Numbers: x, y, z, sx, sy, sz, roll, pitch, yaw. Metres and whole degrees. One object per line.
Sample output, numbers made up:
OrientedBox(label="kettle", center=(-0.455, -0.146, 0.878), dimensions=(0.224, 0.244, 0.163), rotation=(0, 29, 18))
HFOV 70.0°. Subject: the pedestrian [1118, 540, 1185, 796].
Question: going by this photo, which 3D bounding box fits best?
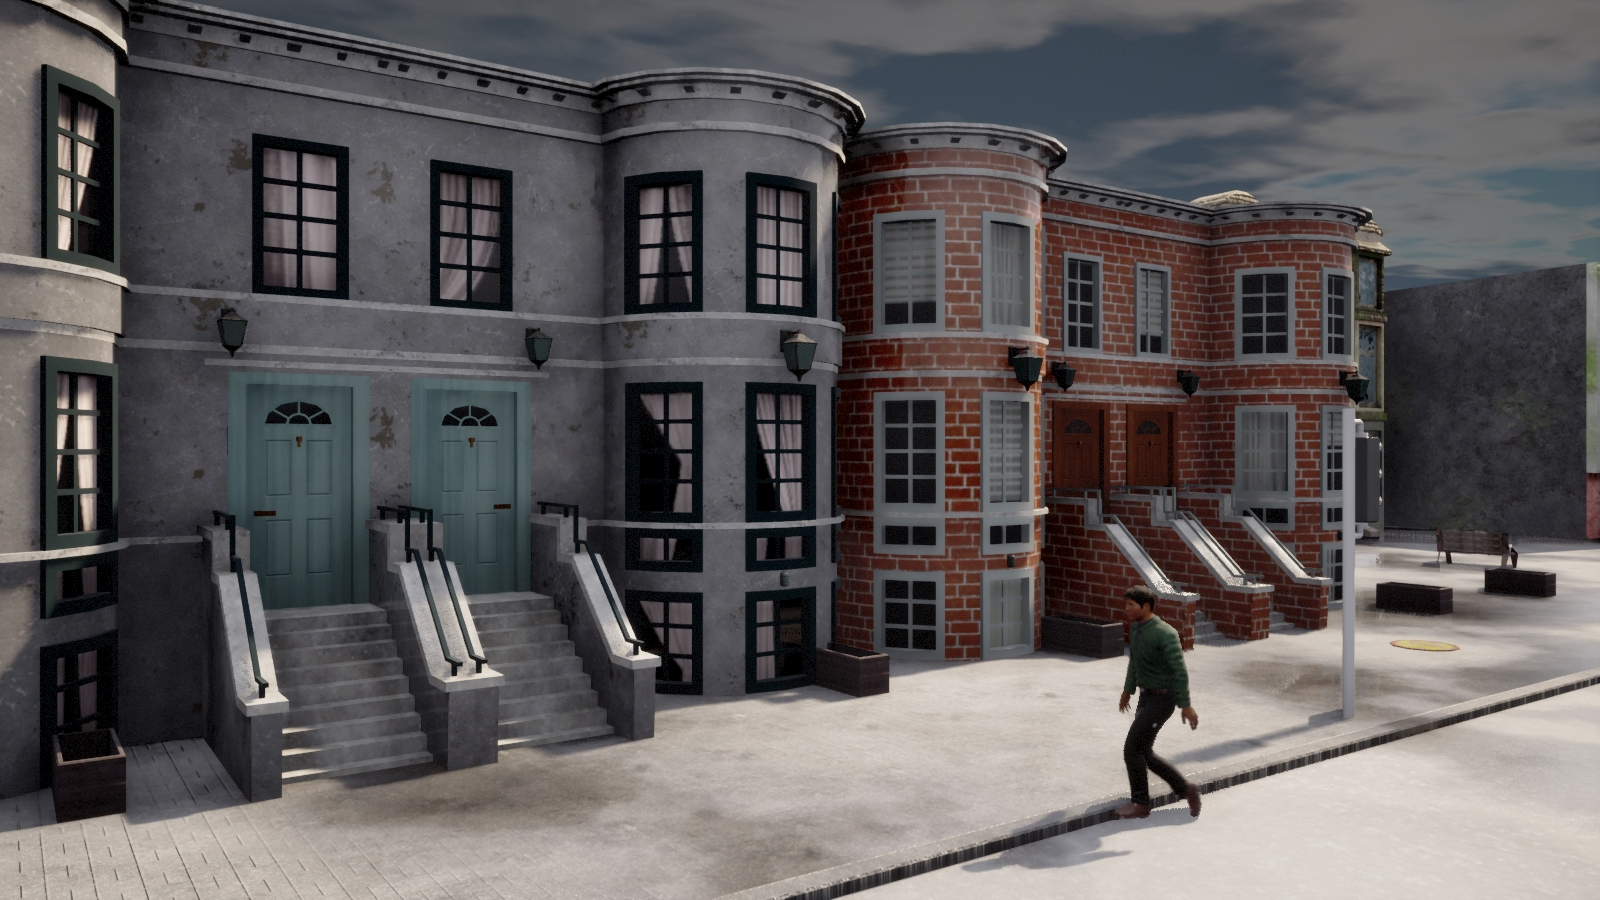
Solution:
OrientedBox(label="pedestrian", center=(2.661, 1.629, 8.661), dimensions=(0.375, 1.860, 0.375), rotation=(0, 0, -4))
